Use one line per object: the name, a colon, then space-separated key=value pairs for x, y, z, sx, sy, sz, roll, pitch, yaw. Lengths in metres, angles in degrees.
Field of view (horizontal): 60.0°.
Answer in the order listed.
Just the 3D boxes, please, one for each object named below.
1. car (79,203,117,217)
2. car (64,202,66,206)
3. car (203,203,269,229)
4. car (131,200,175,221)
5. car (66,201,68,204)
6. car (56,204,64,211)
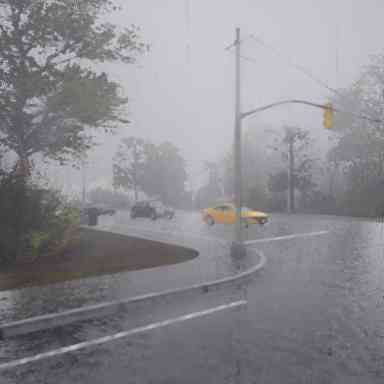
car: x=-10.616 y=1.956 z=37.086 sx=5.357 sy=1.411 sz=2.033 roll=-2 pitch=-1 yaw=43
car: x=-19.987 y=2.254 z=54.185 sx=5.008 sy=1.535 sz=1.882 roll=-1 pitch=-1 yaw=36
car: x=2.807 y=1.526 z=22.210 sx=1.882 sy=1.535 sz=5.008 roll=0 pitch=-1 yaw=-39
car: x=-3.527 y=1.546 z=29.699 sx=2.097 sy=1.767 sz=4.553 roll=0 pitch=-1 yaw=-43
car: x=-15.100 y=2.161 z=45.975 sx=4.181 sy=1.385 sz=1.994 roll=-2 pitch=-1 yaw=40
car: x=-22.976 y=2.032 z=52.075 sx=5.566 sy=2.045 sz=2.150 roll=-2 pitch=-1 yaw=35
